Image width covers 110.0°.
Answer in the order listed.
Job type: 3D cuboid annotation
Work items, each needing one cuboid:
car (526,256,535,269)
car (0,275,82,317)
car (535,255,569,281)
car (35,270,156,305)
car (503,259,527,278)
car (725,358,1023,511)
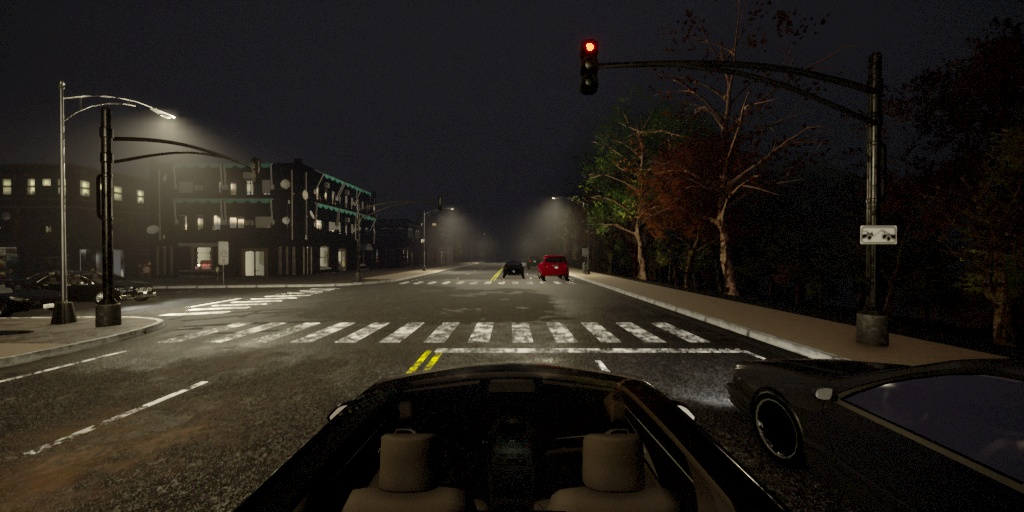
[{"bbox_3d":[3.434,0.951,56.440,2.150,2.045,5.566,0,0,0],"label":"car"},{"bbox_3d":[-19.930,1.565,13.755,4.313,1.339,1.948,0,0,0],"label":"car"},{"bbox_3d":[3.393,0.963,30.075,2.150,2.045,5.566,0,0,0],"label":"car"},{"bbox_3d":[-19.320,1.470,16.435,4.892,1.490,1.837,-1,1,-2],"label":"car"},{"bbox_3d":[0.149,1.217,34.261,1.882,1.535,5.008,0,0,0],"label":"car"},{"bbox_3d":[3.326,1.297,1.762,2.033,1.411,5.357,0,0,3],"label":"car"}]
